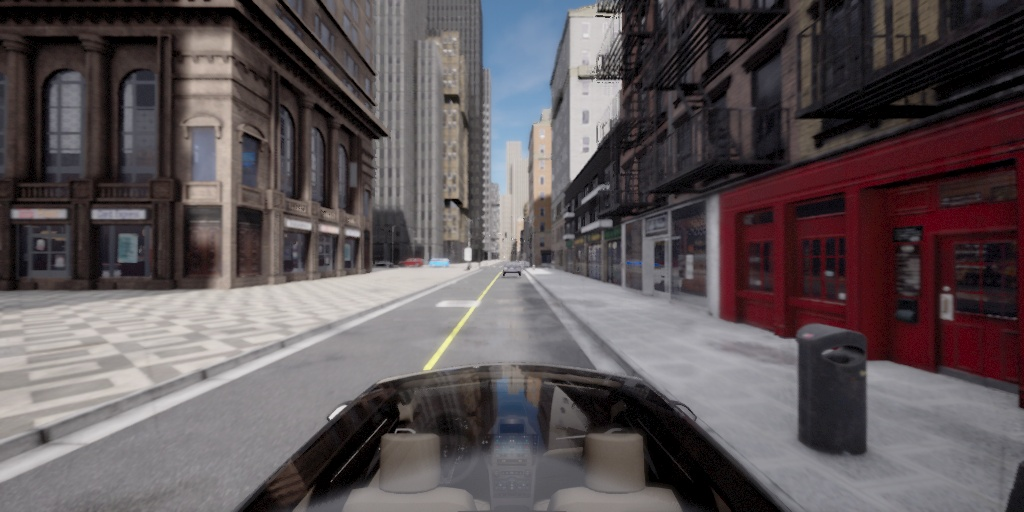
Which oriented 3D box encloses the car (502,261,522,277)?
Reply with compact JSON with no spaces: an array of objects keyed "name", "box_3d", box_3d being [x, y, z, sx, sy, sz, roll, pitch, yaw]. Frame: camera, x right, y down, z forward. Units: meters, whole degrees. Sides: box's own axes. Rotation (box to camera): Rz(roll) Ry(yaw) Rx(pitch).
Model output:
[{"name":"car","box_3d":[0.000,1.185,35.419,2.033,1.411,5.357,0,0,0]}]
